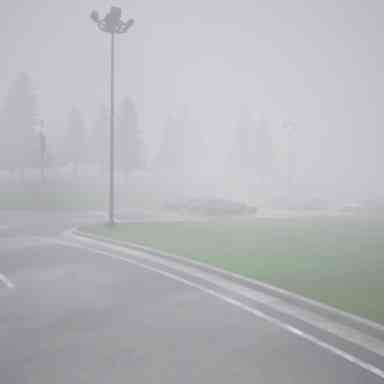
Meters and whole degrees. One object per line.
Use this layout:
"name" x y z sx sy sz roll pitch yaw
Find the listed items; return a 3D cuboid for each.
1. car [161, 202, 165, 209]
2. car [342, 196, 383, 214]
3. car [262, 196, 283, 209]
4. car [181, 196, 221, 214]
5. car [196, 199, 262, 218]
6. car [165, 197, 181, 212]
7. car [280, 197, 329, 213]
"car" -0.977 1.262 37.531 5.008 1.535 1.882 0 0 -24
"car" 17.631 1.460 34.269 4.674 1.442 1.812 0 0 -24
"car" 11.070 1.345 42.845 4.892 1.490 1.837 0 0 -24
"car" 1.796 1.344 31.110 4.892 1.490 1.837 0 0 -24
"car" 3.099 1.467 27.862 4.718 1.301 1.895 0 0 -24
"car" 0.214 1.289 34.235 5.008 1.535 1.882 0 0 -24
"car" 12.050 1.450 35.633 4.181 1.385 1.994 0 0 -24
